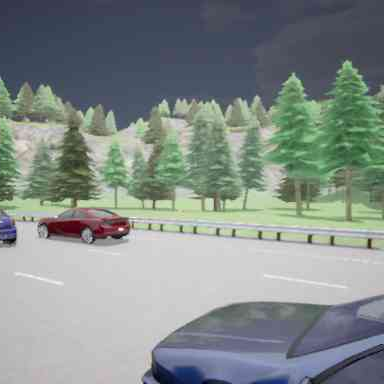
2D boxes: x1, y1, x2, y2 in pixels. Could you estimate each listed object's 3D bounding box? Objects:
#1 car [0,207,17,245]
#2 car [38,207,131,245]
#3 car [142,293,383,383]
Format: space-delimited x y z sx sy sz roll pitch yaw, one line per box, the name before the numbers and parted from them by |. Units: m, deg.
car | -9.591 1.340 14.199 4.553 1.767 2.097 0 0 31
car | -5.149 1.458 15.609 5.008 1.535 1.882 0 0 32
car | 2.130 1.540 2.428 5.357 1.411 2.033 0 0 35
